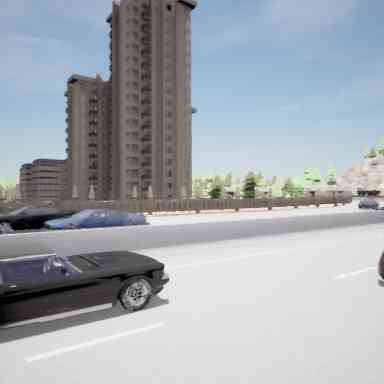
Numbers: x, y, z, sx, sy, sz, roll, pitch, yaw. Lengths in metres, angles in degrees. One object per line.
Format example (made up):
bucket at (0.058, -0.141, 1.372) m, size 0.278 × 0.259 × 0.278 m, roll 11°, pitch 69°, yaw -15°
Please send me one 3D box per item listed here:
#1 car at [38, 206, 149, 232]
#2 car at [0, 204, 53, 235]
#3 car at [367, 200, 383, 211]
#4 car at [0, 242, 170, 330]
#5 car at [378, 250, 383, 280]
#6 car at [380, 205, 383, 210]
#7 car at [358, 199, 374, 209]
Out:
car at (-4.959, 1.552, 17.652) m, size 5.357 × 1.411 × 2.033 m, roll 0°, pitch 0°, yaw -35°
car at (-9.032, 1.480, 19.044) m, size 5.008 × 1.535 × 1.882 m, roll 0°, pitch 0°, yaw -35°
car at (18.097, 1.652, 30.082) m, size 4.718 × 1.301 × 1.895 m, roll 0°, pitch 0°, yaw -39°
car at (-2.789, 1.601, 6.056) m, size 4.718 × 1.301 × 1.895 m, roll 0°, pitch 0°, yaw -35°
car at (6.576, 1.572, 8.437) m, size 4.181 × 1.385 × 1.994 m, roll 0°, pitch 0°, yaw -36°
car at (11.674, 1.512, 16.374) m, size 4.902 × 1.511 × 2.128 m, roll 0°, pitch 0°, yaw -36°
car at (24.155, 1.676, 45.366) m, size 1.994 × 1.385 × 4.181 m, roll 0°, pitch 0°, yaw 42°
